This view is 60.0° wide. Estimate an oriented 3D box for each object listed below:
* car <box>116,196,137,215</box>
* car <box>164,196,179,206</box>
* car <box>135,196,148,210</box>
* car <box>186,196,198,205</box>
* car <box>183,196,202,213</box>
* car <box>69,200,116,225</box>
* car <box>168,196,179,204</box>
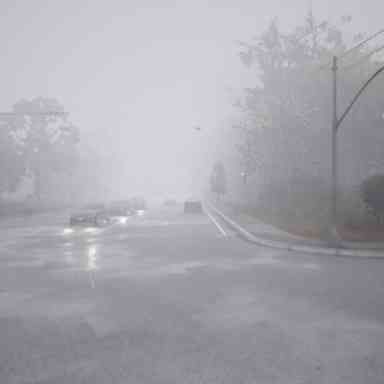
[{"bbox_3d":[-7.046,1.468,32.903,1.837,1.490,4.892,0,0,0],"label":"car"},{"bbox_3d":[-3.529,1.540,54.358,1.895,1.301,4.718,0,0,0],"label":"car"},{"bbox_3d":[-7.022,1.304,42.827,2.097,1.767,4.553,0,0,0],"label":"car"},{"bbox_3d":[0.027,1.428,58.882,2.128,1.511,4.902,0,0,0],"label":"car"},{"bbox_3d":[0.080,1.438,35.858,1.882,1.535,5.008,0,0,0],"label":"car"},{"bbox_3d":[-7.091,1.479,23.535,1.837,1.490,4.892,0,0,0],"label":"car"},{"bbox_3d":[-3.534,1.454,64.631,1.812,1.442,4.674,0,0,0],"label":"car"}]
